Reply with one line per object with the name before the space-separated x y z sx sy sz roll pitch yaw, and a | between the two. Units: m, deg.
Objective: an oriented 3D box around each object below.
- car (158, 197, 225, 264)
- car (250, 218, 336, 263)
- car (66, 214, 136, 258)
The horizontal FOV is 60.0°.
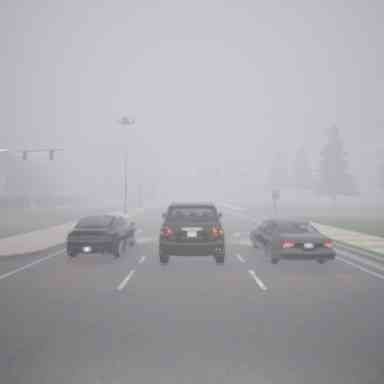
car | -0.002 1.364 12.596 2.150 2.045 5.566 0 0 0
car | 3.501 1.686 12.523 2.033 1.411 5.357 0 -1 0
car | -3.501 1.656 13.501 1.837 1.490 4.892 0 0 0
